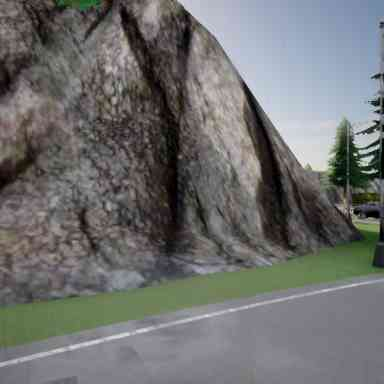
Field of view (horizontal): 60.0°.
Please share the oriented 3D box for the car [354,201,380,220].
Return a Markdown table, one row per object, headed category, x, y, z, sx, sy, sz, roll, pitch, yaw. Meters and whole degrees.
| category | x | y | z | sx | sy | sz | roll | pitch | yaw |
| --- | --- | --- | --- | --- | --- | --- | --- | --- | --- |
| car | 14.847 | 1.483 | 25.370 | 2.128 | 1.511 | 4.902 | 0 | 0 | -26 |
